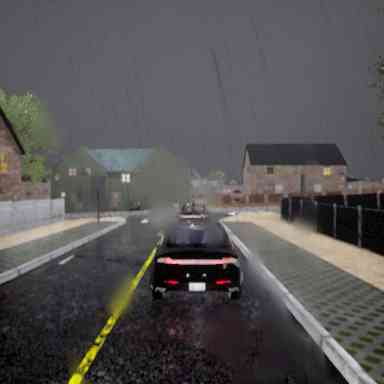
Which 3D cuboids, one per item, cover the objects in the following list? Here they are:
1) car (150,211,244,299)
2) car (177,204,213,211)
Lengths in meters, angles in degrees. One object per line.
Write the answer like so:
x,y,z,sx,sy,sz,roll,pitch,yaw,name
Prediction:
0.099,1.455,8.316,2.128,1.511,4.902,0,0,0,car
0.151,1.412,18.727,2.128,1.511,4.902,0,0,2,car
